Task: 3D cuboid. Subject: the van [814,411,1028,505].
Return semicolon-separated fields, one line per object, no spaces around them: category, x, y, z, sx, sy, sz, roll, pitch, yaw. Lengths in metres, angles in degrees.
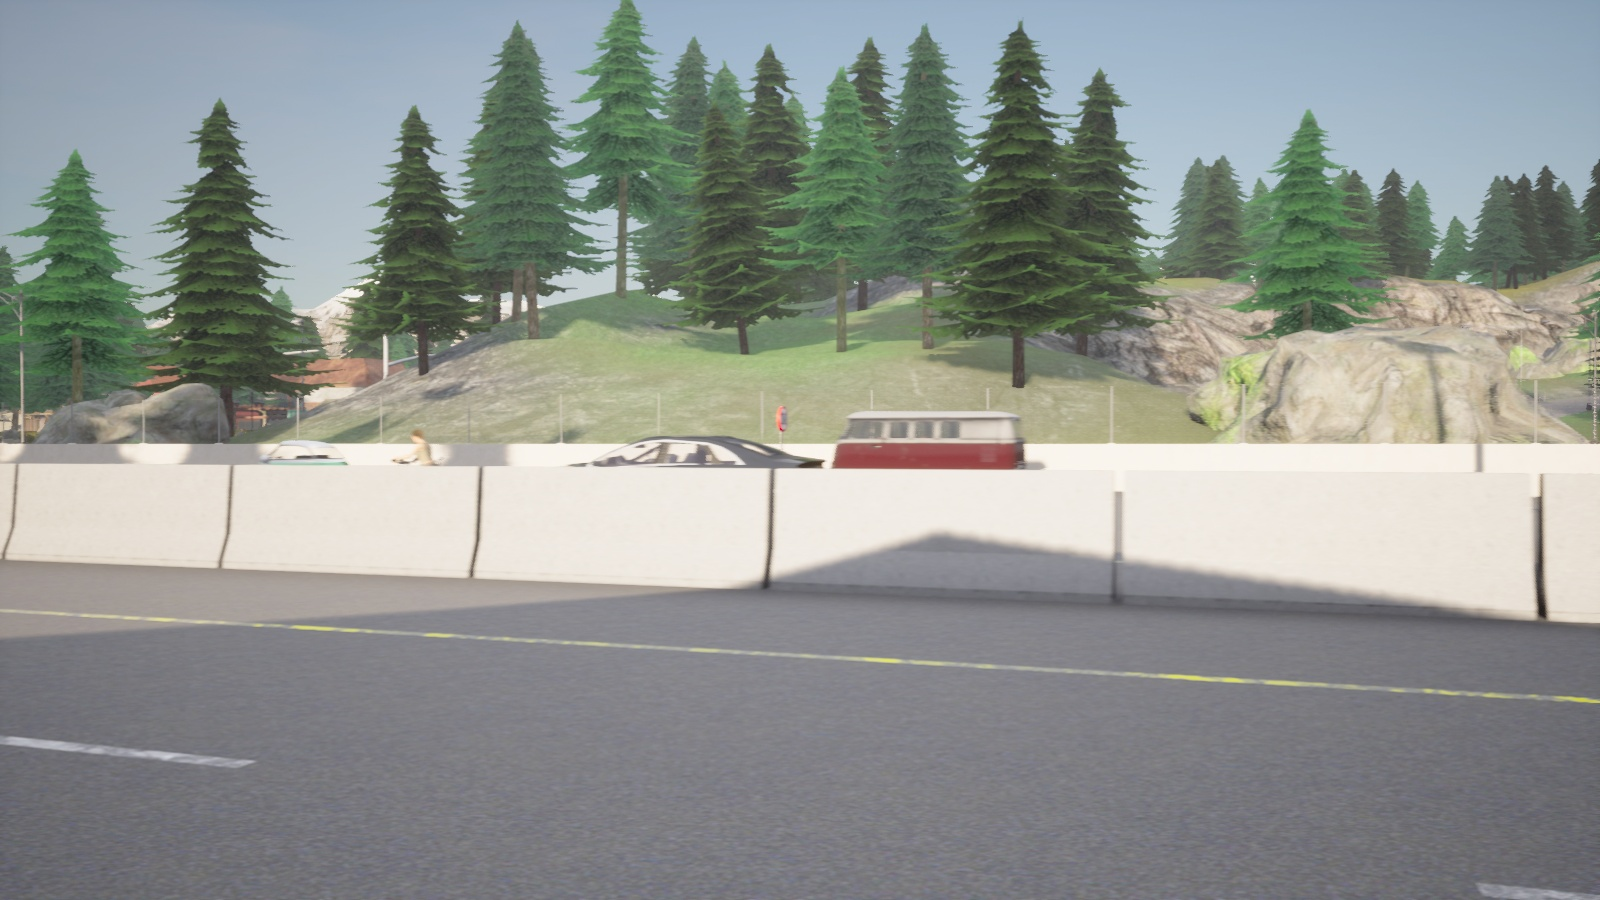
van;2.714;0.141;28.111;4.442;1.987;1.775;1;1;20

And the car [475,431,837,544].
car;-2.107;0.476;18.671;4.902;1.511;2.128;1;1;19

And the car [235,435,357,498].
car;-11.747;0.367;29.301;2.207;1.376;1.481;1;1;19
